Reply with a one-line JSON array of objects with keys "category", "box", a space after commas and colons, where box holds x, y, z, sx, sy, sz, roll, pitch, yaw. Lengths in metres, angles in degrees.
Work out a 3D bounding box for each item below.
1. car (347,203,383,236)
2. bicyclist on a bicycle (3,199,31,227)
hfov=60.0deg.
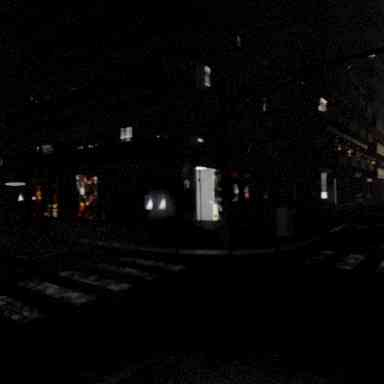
[{"category": "car", "box": [8.579, 1.287, 15.744, 2.008, 1.369, 4.403, -1, 0, 37]}, {"category": "bicyclist on a bicycle", "box": [-10.318, 1.226, 19.649, 0.582, 1.620, 1.656, -1, 1, 36]}]
